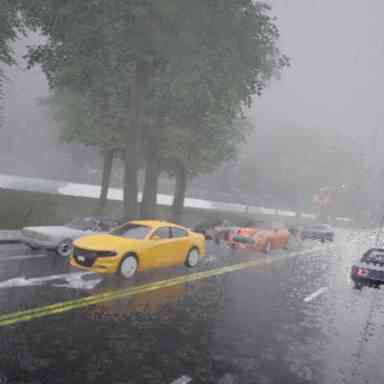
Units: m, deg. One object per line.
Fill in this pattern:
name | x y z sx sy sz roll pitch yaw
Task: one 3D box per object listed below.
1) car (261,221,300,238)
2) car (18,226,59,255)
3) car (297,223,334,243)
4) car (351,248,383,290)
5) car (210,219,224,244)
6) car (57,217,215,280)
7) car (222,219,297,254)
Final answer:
car | 8.238 3.408 30.600 1.895 1.301 4.718 4 -3 35
car | -4.019 1.645 12.857 1.895 1.301 4.718 4 -2 35
car | 10.902 3.488 28.732 1.837 1.490 4.892 4 -3 35
car | 6.665 2.553 11.024 1.895 1.301 4.718 4 -3 35
car | 1.604 2.413 20.993 1.994 1.385 4.181 4 -2 35
car | -1.486 1.678 10.803 1.882 1.535 5.008 4 -2 35
car | 3.869 2.319 18.560 2.097 1.767 4.553 4 -3 35
